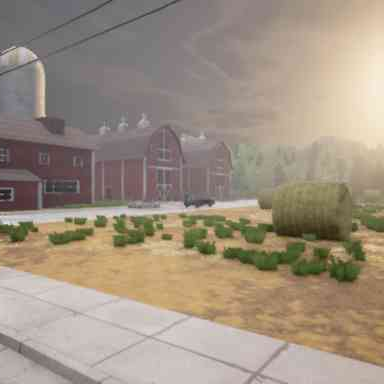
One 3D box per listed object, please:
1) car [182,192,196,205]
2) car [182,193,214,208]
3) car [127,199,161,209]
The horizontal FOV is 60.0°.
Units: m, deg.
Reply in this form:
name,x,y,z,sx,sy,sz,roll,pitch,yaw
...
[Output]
name,x,y,z,sx,sy,sz,roll,pitch,yaw
car,-0.581,1.119,58.595,1.905,1.878,3.866,6,1,-8
car,1.028,1.199,47.400,2.150,2.045,5.566,0,0,35
car,-6.226,1.575,43.238,1.895,1.301,4.718,0,0,35
